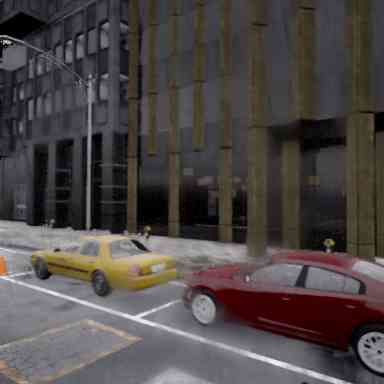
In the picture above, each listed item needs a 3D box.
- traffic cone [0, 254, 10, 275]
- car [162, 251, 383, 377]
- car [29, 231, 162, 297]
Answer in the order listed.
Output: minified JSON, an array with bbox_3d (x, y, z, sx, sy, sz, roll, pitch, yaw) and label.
[{"bbox_3d":[-5.729,2.178,10.076,0.340,0.580,0.340,-1,-2,37],"label":"traffic cone"},{"bbox_3d":[1.861,1.701,5.698,4.507,1.381,1.887,-1,-2,37],"label":"car"},{"bbox_3d":[-2.627,1.740,9.060,4.829,1.417,1.752,-1,-2,37],"label":"car"}]
